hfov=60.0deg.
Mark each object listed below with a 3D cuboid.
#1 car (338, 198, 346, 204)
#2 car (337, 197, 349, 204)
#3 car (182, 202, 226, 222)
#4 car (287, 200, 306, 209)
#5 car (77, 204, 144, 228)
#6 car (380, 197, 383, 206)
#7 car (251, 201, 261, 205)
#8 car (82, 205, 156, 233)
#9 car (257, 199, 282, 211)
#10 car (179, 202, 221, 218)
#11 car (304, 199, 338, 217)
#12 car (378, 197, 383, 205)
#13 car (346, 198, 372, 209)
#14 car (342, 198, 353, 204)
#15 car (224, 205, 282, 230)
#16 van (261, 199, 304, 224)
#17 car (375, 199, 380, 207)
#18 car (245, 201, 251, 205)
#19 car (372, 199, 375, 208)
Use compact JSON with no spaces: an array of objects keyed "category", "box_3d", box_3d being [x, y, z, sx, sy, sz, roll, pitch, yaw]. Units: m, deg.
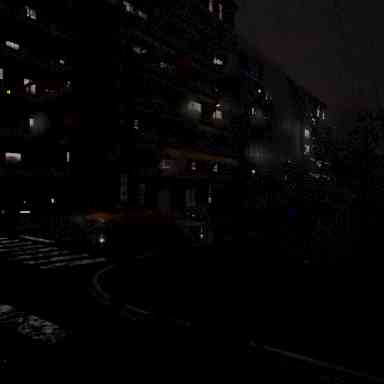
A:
[{"category":"car","box_3d":[33.729,2.176,77.146,1.947,1.339,4.313,1,0,36]},{"category":"car","box_3d":[37.016,2.093,81.598,1.967,1.590,4.097,1,0,36]},{"category":"car","box_3d":[1.551,1.695,29.174,1.837,1.490,4.892,1,0,36]},{"category":"car","box_3d":[17.300,1.974,54.885,1.802,1.307,4.206,1,0,36]},{"category":"car","box_3d":[-5.699,1.626,23.720,2.008,1.369,4.403,1,0,36]},{"category":"car","box_3d":[37.181,2.251,67.711,1.887,1.381,4.507,1,0,36]},{"category":"car","box_3d":[9.328,1.776,39.686,1.882,1.535,5.008,1,0,37]},{"category":"car","box_3d":[-4.412,1.585,21.107,1.882,1.535,5.008,1,0,37]},{"category":"car","box_3d":[10.731,1.743,45.981,1.967,1.590,4.097,1,0,36]},{"category":"car","box_3d":[0.873,1.712,32.624,1.887,1.381,4.507,1,0,36]},{"category":"car","box_3d":[14.183,1.837,36.546,1.967,1.590,4.097,1,0,36]},{"category":"car","box_3d":[47.041,2.150,81.068,2.192,1.841,5.009,1,0,36]},{"category":"car","box_3d":[27.326,1.891,54.355,2.192,1.841,5.009,1,0,36]},{"category":"car","box_3d":[40.200,2.220,85.913,1.752,1.417,4.829,1,0,36]},{"category":"car","box_3d":[4.324,1.827,23.189,1.947,1.339,4.313,1,0,36]},{"category":"van","box_3d":[7.612,1.647,27.642,1.690,1.788,3.998,1,0,36]},{"category":"car","box_3d":[33.896,2.103,63.259,1.967,1.590,4.097,1,0,36]},{"category":"car","box_3d":[7.444,1.840,41.528,1.802,1.307,4.206,1,0,36]},{"category":"car","box_3d":[30.609,2.202,58.806,1.802,1.307,4.206,1,0,36]}]
